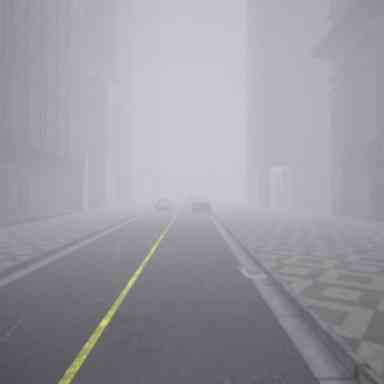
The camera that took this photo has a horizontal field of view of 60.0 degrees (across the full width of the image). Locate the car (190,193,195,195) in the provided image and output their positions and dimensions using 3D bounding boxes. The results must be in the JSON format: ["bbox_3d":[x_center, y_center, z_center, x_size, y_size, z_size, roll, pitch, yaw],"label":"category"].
[{"bbox_3d":[0.915,1.370,49.483,1.837,1.490,4.892,0,0,0],"label":"car"}]

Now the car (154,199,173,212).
[{"bbox_3d":[-3.085,1.457,37.067,2.033,1.411,5.357,0,0,0],"label":"car"}]

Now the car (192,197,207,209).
[{"bbox_3d":[0.913,1.413,43.481,1.812,1.442,4.674,0,0,0],"label":"car"}]

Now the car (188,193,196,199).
[{"bbox_3d":[0.025,1.036,85.076,1.882,1.535,5.008,0,0,0],"label":"car"}]

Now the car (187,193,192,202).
[{"bbox_3d":[0.020,1.284,68.545,1.812,1.442,4.674,0,0,0],"label":"car"}]

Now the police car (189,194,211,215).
[{"bbox_3d":[0.910,1.346,33.590,1.930,1.638,5.238,0,0,0],"label":"police car"}]
